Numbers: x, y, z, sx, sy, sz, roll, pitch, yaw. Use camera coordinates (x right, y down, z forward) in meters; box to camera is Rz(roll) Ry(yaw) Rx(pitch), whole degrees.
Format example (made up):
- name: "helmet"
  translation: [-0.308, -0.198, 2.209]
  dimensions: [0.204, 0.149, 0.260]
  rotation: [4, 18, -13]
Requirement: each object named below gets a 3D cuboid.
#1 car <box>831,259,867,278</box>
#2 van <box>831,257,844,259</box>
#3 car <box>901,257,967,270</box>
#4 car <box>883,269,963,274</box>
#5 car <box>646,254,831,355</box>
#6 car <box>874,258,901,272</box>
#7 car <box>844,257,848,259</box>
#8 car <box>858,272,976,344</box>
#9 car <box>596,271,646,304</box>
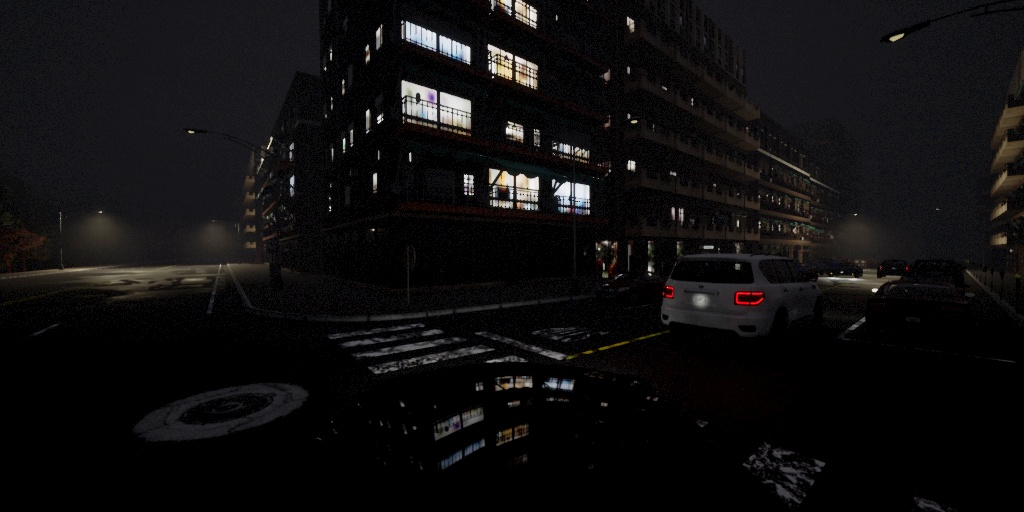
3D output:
- name: "car"
  translation: [31.270, 1.292, 33.559]
  dimensions: [4.181, 1.385, 1.994]
  rotation: [0, 0, -39]
- name: "van"
  translation: [35.974, 1.060, 40.852]
  dimensions: [3.998, 1.789, 1.690]
  rotation: [0, 0, -39]
- name: "car"
  translation: [23.685, 1.063, 20.028]
  dimensions: [5.009, 1.841, 2.192]
  rotation: [0, 0, -39]
- name: "car"
  translation: [14.910, 1.316, 12.865]
  dimensions: [4.313, 1.339, 1.948]
  rotation: [0, 0, -39]
- name: "car"
  translation: [5.920, 0.965, 8.993]
  dimensions: [5.566, 2.045, 2.150]
  rotation: [0, 0, -39]
- name: "car"
  translation: [34.645, 1.091, 32.336]
  dimensions: [4.553, 1.767, 2.097]
  rotation: [0, 0, -39]
- name: "car"
  translation: [40.343, 1.035, 44.454]
  dimensions: [5.009, 1.841, 2.192]
  rotation: [0, 0, -39]
- name: "car"
  translation: [10.788, 1.297, 9.501]
  dimensions: [4.507, 1.381, 1.888]
  rotation: [0, 0, -39]
- name: "car"
  translation: [5.511, 1.306, 15.969]
  dimensions: [4.207, 1.307, 1.802]
  rotation: [0, 0, -39]
